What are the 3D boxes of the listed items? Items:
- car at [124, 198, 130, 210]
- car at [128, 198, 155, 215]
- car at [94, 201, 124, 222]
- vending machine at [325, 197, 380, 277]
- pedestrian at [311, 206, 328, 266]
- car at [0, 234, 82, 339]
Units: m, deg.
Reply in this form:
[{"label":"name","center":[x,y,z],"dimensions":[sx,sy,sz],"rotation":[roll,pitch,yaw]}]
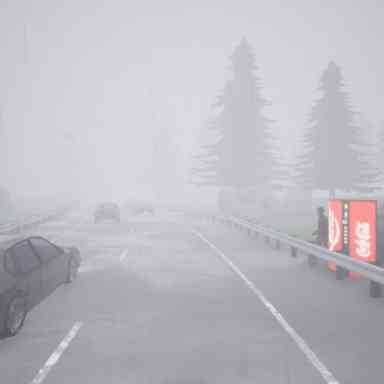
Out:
[{"label":"car","center":[-7.787,1.526,42.520],"dimensions":[1.812,1.442,4.674],"rotation":[0,0,-19]},{"label":"car","center":[-5.024,1.601,33.551],"dimensions":[1.895,1.301,4.718],"rotation":[0,0,-16]},{"label":"car","center":[-6.611,1.547,26.021],"dimensions":[2.033,1.411,5.357],"rotation":[0,0,-13]},{"label":"vending machine","center":[4.428,1.195,9.251],"dimensions":[1.100,2.100,0.880],"rotation":[0,0,-5]},{"label":"pedestrian","center":[3.907,1.294,9.949],"dimensions":[0.375,1.860,0.375],"rotation":[0,0,-5]},{"label":"car","center":[-3.714,1.547,6.457],"dimensions":[2.033,1.411,5.357],"rotation":[0,0,-4]}]
